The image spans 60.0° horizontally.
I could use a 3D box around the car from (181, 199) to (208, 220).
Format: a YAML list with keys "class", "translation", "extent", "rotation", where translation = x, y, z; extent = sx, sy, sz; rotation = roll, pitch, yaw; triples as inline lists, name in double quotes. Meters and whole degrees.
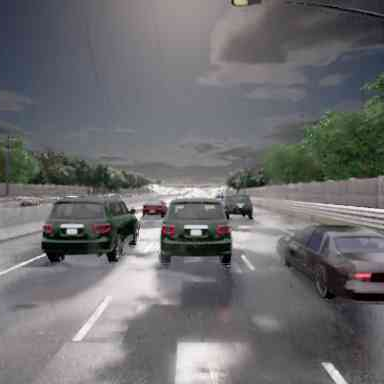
- class: "car"
  translation: [0.201, 1.446, 28.611]
  extent: [2.128, 1.511, 4.902]
  rotation: [0, 0, 0]

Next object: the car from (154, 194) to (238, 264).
- class: "car"
  translation: [0.122, 1.202, 11.828]
  extent: [2.150, 2.045, 5.566]
  rotation: [0, 0, 0]

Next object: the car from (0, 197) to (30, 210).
- class: "car"
  translation: [-14.003, 1.434, 26.283]
  extent: [1.882, 1.535, 5.008]
  rotation: [0, 0, 0]

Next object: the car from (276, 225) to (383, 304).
- class: "car"
  translation: [3.611, 1.534, 8.317]
  extent: [2.033, 1.411, 5.357]
  rotation: [0, 0, 0]

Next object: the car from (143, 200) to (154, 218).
- class: "car"
  translation: [-3.289, 1.430, 30.136]
  extent: [1.882, 1.535, 5.008]
  rotation: [0, 0, 0]

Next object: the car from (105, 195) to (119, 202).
- class: "car"
  translation: [-16.953, 1.430, 70.913]
  extent: [1.994, 1.385, 4.181]
  rotation: [0, 0, 1]

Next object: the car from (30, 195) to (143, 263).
- class: "car"
  translation: [-3.377, 1.201, 12.057]
  extent: [2.150, 2.045, 5.566]
  rotation: [0, 0, 0]

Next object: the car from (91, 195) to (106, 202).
- class: "car"
  translation: [-20.425, 1.393, 72.783]
  extent: [1.812, 1.442, 4.674]
  rotation: [0, 0, 1]

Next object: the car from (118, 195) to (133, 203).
- class: "car"
  translation: [-13.498, 1.397, 67.806]
  extent: [1.837, 1.490, 4.892]
  rotation: [0, 0, 1]

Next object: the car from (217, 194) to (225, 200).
- class: "car"
  translation: [7.779, 1.226, 89.828]
  extent: [1.882, 1.535, 5.008]
  rotation: [0, 0, 2]

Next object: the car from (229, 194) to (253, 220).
- class: "car"
  translation: [3.696, 1.178, 27.898]
  extent: [2.150, 2.045, 5.566]
  rotation: [0, 0, 0]

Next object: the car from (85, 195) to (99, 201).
- class: "car"
  translation: [-23.246, 1.411, 77.399]
  extent: [1.994, 1.385, 4.181]
  rotation: [0, 0, -2]
